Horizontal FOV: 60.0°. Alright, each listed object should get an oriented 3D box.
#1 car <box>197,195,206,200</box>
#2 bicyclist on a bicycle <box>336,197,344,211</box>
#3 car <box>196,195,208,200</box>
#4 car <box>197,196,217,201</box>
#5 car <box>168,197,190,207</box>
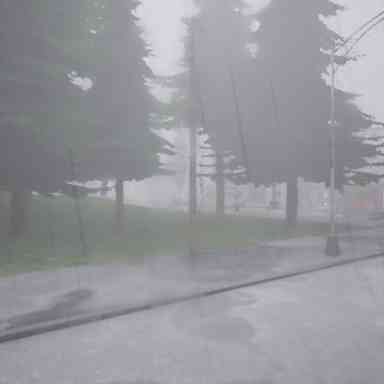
[{"bbox_3d":[3.959,1.570,89.727,4.536,1.218,1.853,0,0,-6],"label":"car"},{"bbox_3d":[17.062,1.384,38.222,1.656,1.620,0.582,0,0,-36],"label":"bicyclist on a bicycle"},{"bbox_3d":[2.665,1.484,92.209,1.845,1.501,3.633,0,0,-24],"label":"car"},{"bbox_3d":[4.010,1.727,89.732,4.974,1.542,2.038,0,0,-6],"label":"car"},{"bbox_3d":[-1.825,1.534,50.299,1.837,1.490,4.892,0,-1,-35],"label":"car"}]
